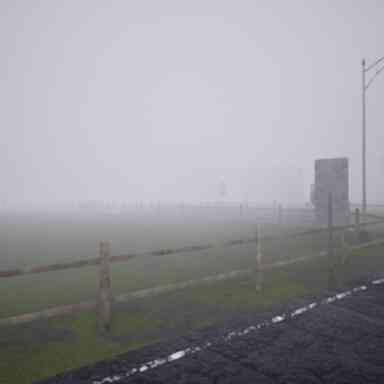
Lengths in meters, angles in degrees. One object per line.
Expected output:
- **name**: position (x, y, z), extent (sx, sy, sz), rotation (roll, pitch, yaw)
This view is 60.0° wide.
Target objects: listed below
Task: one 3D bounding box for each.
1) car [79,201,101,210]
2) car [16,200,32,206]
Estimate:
- **car**: position (-16.174, 2.104, 52.778), extent (2.128, 1.511, 4.902), rotation (-1, 0, -44)
- **car**: position (-39.692, 2.564, 78.608), extent (5.008, 1.535, 1.882), rotation (-1, 0, 39)
